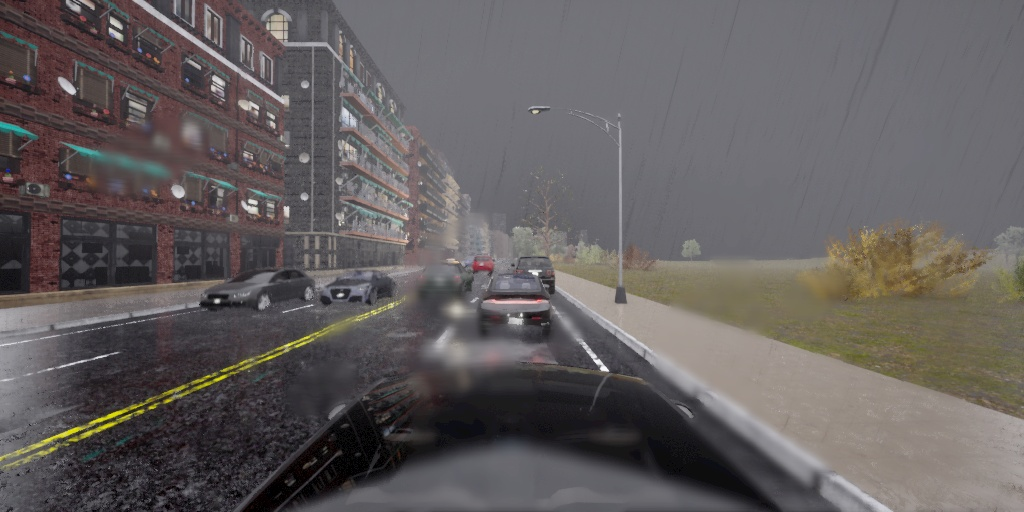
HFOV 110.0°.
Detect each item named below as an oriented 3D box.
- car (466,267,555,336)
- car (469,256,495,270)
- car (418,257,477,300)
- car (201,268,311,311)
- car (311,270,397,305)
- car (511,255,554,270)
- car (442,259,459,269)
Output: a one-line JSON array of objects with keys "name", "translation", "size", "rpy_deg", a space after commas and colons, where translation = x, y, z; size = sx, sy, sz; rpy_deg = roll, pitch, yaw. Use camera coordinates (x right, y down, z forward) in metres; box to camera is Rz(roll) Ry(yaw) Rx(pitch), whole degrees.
[{"name": "car", "translation": [0.098, 1.243, 10.366], "size": [2.128, 1.511, 4.902], "rpy_deg": [0, 0, 0]}, {"name": "car", "translation": [-3.163, 0.974, 40.018], "size": [2.150, 2.045, 5.566], "rpy_deg": [0, 0, 0]}, {"name": "car", "translation": [-3.157, 1.104, 17.947], "size": [2.097, 1.767, 4.553], "rpy_deg": [0, 0, 0]}, {"name": "car", "translation": [-9.854, 1.256, 14.414], "size": [1.837, 1.490, 4.892], "rpy_deg": [0, 0, 0]}, {"name": "car", "translation": [-6.603, 1.316, 15.803], "size": [1.994, 1.385, 4.181], "rpy_deg": [0, 0, 0]}, {"name": "car", "translation": [1.132, 0.977, 20.236], "size": [2.150, 2.045, 5.566], "rpy_deg": [0, 0, 0]}, {"name": "car", "translation": [-9.855, 1.228, 57.538], "size": [1.882, 1.535, 5.008], "rpy_deg": [0, 0, 0]}]
